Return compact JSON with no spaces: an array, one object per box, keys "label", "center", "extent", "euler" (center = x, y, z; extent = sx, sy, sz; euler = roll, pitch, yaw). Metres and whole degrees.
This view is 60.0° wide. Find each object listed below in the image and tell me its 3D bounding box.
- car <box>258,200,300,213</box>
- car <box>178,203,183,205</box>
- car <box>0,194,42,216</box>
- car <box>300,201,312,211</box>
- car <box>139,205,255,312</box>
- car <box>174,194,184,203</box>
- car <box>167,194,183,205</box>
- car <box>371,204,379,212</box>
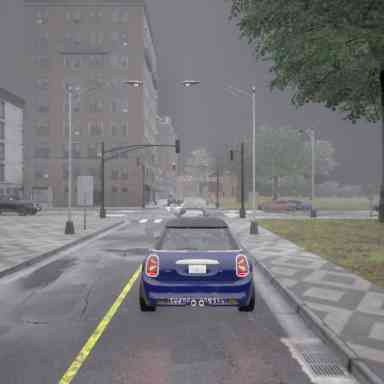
[{"label":"car","center":[9.638,1.621,37.840],"extent":[4.181,1.385,1.994],"euler":[0,-1,-1]},{"label":"car","center":[0.017,1.537,17.558],"extent":[1.812,1.442,4.674],"euler":[0,0,1]},{"label":"car","center":[-17.138,1.190,31.126],"extent":[5.566,2.045,2.150],"euler":[0,-1,0]},{"label":"car","center":[12.001,1.644,41.159],"extent":[5.357,1.411,2.033],"euler":[0,-1,0]},{"label":"car","center":[0.093,1.355,7.885],"extent":[2.097,1.767,4.553],"euler":[0,0,0]},{"label":"car","center":[-2.927,1.374,76.126],"extent":[2.150,2.045,5.566],"euler":[0,0,0]},{"label":"car","center":[-2.985,1.297,55.739],"extent":[2.150,2.045,5.566],"euler":[0,0,-2]},{"label":"car","center":[22.796,1.637,37.939],"extent":[4.181,1.385,1.994],"euler":[0,-1,0]}]
